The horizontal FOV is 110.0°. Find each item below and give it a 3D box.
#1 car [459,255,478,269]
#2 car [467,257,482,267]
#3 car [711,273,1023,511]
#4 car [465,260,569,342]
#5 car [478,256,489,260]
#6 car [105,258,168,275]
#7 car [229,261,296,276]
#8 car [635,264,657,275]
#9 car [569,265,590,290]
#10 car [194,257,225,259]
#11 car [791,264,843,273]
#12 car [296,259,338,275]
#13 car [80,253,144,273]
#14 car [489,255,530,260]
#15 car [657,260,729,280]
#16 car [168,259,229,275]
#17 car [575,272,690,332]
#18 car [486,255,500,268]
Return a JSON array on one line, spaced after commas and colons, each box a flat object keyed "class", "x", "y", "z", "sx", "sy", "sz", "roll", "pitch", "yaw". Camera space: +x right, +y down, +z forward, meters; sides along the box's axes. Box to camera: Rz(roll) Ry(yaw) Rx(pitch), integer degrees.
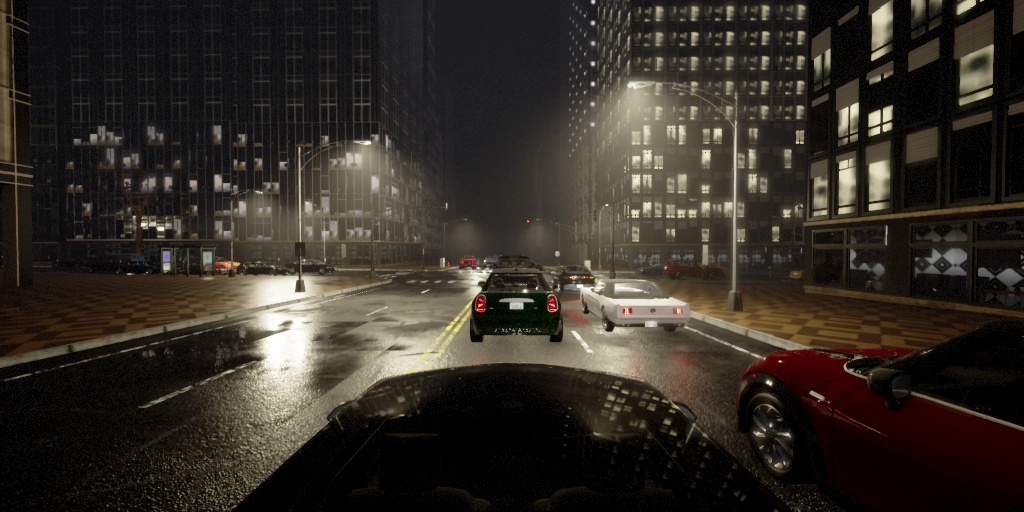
[{"class": "car", "x": -6.590, "y": 0.935, "z": 53.972, "sx": 2.150, "sy": 2.045, "sz": 5.566, "roll": 0, "pitch": 0, "yaw": 0}, {"class": "car", "x": -6.552, "y": 1.054, "z": 63.570, "sx": 2.097, "sy": 1.767, "sz": 4.553, "roll": 0, "pitch": 0, "yaw": 0}, {"class": "car", "x": 3.350, "y": 1.102, "z": 1.821, "sx": 2.097, "sy": 1.767, "sz": 4.553, "roll": 0, "pitch": 0, "yaw": 0}, {"class": "car", "x": 0.101, "y": 1.099, "z": 9.888, "sx": 2.097, "sy": 1.767, "sz": 4.553, "roll": 0, "pitch": 0, "yaw": 0}, {"class": "car", "x": -3.336, "y": 1.206, "z": 52.439, "sx": 2.128, "sy": 1.511, "sz": 4.902, "roll": 0, "pitch": 0, "yaw": 0}, {"class": "car", "x": -34.091, "y": 1.069, "z": 33.071, "sx": 4.313, "sy": 1.339, "sz": 1.948, "roll": 0, "pitch": 0, "yaw": 1}, {"class": "car", "x": -22.726, "y": 1.173, "z": 32.763, "sx": 4.313, "sy": 1.339, "sz": 1.948, "roll": 0, "pitch": 0, "yaw": 1}, {"class": "car", "x": 16.007, "y": 1.405, "z": 38.007, "sx": 5.357, "sy": 1.411, "sz": 2.033, "roll": 0, "pitch": 1, "yaw": 1}, {"class": "car", "x": 3.353, "y": 1.245, "z": 20.097, "sx": 1.837, "sy": 1.490, "sz": 4.892, "roll": 0, "pitch": 0, "yaw": 0}, {"class": "car", "x": -29.422, "y": 0.855, "z": 35.607, "sx": 4.553, "sy": 1.767, "sz": 2.097, "roll": 1, "pitch": 1, "yaw": 1}, {"class": "car", "x": 27.647, "y": 1.578, "z": 32.031, "sx": 4.829, "sy": 1.417, "sz": 1.751, "roll": 0, "pitch": 0, "yaw": 1}, {"class": "car", "x": -19.804, "y": 1.081, "z": 35.411, "sx": 4.902, "sy": 1.511, "sz": 2.128, "roll": 1, "pitch": 1, "yaw": 1}, {"class": "car", "x": -39.417, "y": 0.764, "z": 35.817, "sx": 4.553, "sy": 1.767, "sz": 2.097, "roll": 1, "pitch": 1, "yaw": 1}, {"class": "car", "x": 0.103, "y": 0.963, "z": 19.600, "sx": 2.150, "sy": 2.045, "sz": 5.566, "roll": 0, "pitch": 0, "yaw": 0}, {"class": "car", "x": 16.198, "y": 1.268, "z": 32.230, "sx": 5.009, "sy": 1.841, "sz": 2.192, "roll": 0, "pitch": 0, "yaw": 1}, {"class": "car", "x": -28.410, "y": 1.138, "z": 32.897, "sx": 4.207, "sy": 1.307, "sz": 1.802, "roll": 0, "pitch": 0, "yaw": 1}, {"class": "car", "x": 3.352, "y": 1.347, "z": 10.839, "sx": 1.895, "sy": 1.301, "sz": 4.718, "roll": 0, "pitch": 0, "yaw": 0}, {"class": "car", "x": -3.314, "y": 0.925, "z": 62.602, "sx": 2.150, "sy": 2.045, "sz": 5.566, "roll": 0, "pitch": 0, "yaw": 0}]
